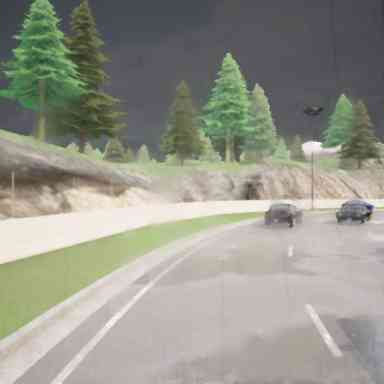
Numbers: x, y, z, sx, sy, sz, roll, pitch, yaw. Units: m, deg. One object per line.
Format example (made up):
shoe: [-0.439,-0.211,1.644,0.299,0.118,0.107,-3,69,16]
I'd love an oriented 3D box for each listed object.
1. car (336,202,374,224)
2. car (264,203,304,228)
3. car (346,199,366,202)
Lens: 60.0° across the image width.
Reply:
car: [12.565,1.673,25.598,1.895,1.301,4.718,1,0,36]
car: [6.371,1.528,22.789,1.837,1.490,4.892,0,0,28]
car: [18.405,1.584,36.913,5.008,1.535,1.882,0,0,-40]
